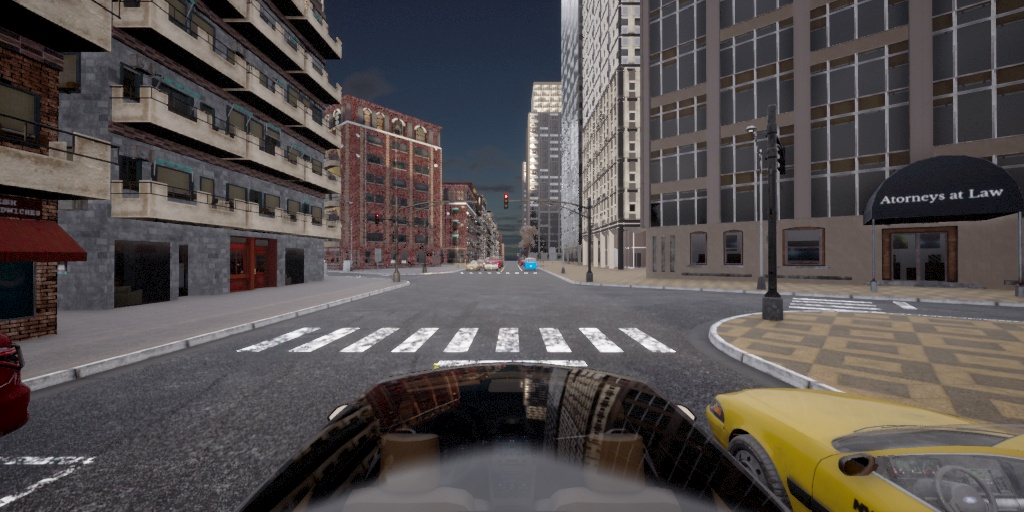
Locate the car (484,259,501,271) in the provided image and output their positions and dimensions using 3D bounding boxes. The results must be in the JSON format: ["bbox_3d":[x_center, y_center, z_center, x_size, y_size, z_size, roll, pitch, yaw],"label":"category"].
[{"bbox_3d":[-2.871,1.396,50.192,1.895,1.301,4.718,0,0,-2],"label":"car"}]

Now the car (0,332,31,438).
[{"bbox_3d":[-5.314,1.065,1.078,2.192,1.841,5.009,0,0,0],"label":"car"}]

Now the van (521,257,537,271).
[{"bbox_3d":[2.543,1.136,50.081,1.690,1.789,3.998,0,0,0],"label":"van"}]

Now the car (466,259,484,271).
[{"bbox_3d":[-5.337,1.320,49.908,1.751,1.417,4.829,0,0,0],"label":"car"}]

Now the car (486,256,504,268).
[{"bbox_3d":[-2.858,1.037,59.699,2.150,2.045,5.566,0,0,0],"label":"car"}]

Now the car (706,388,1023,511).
[{"bbox_3d":[2.566,1.275,1.258,1.751,1.417,4.829,0,0,0],"label":"car"}]
